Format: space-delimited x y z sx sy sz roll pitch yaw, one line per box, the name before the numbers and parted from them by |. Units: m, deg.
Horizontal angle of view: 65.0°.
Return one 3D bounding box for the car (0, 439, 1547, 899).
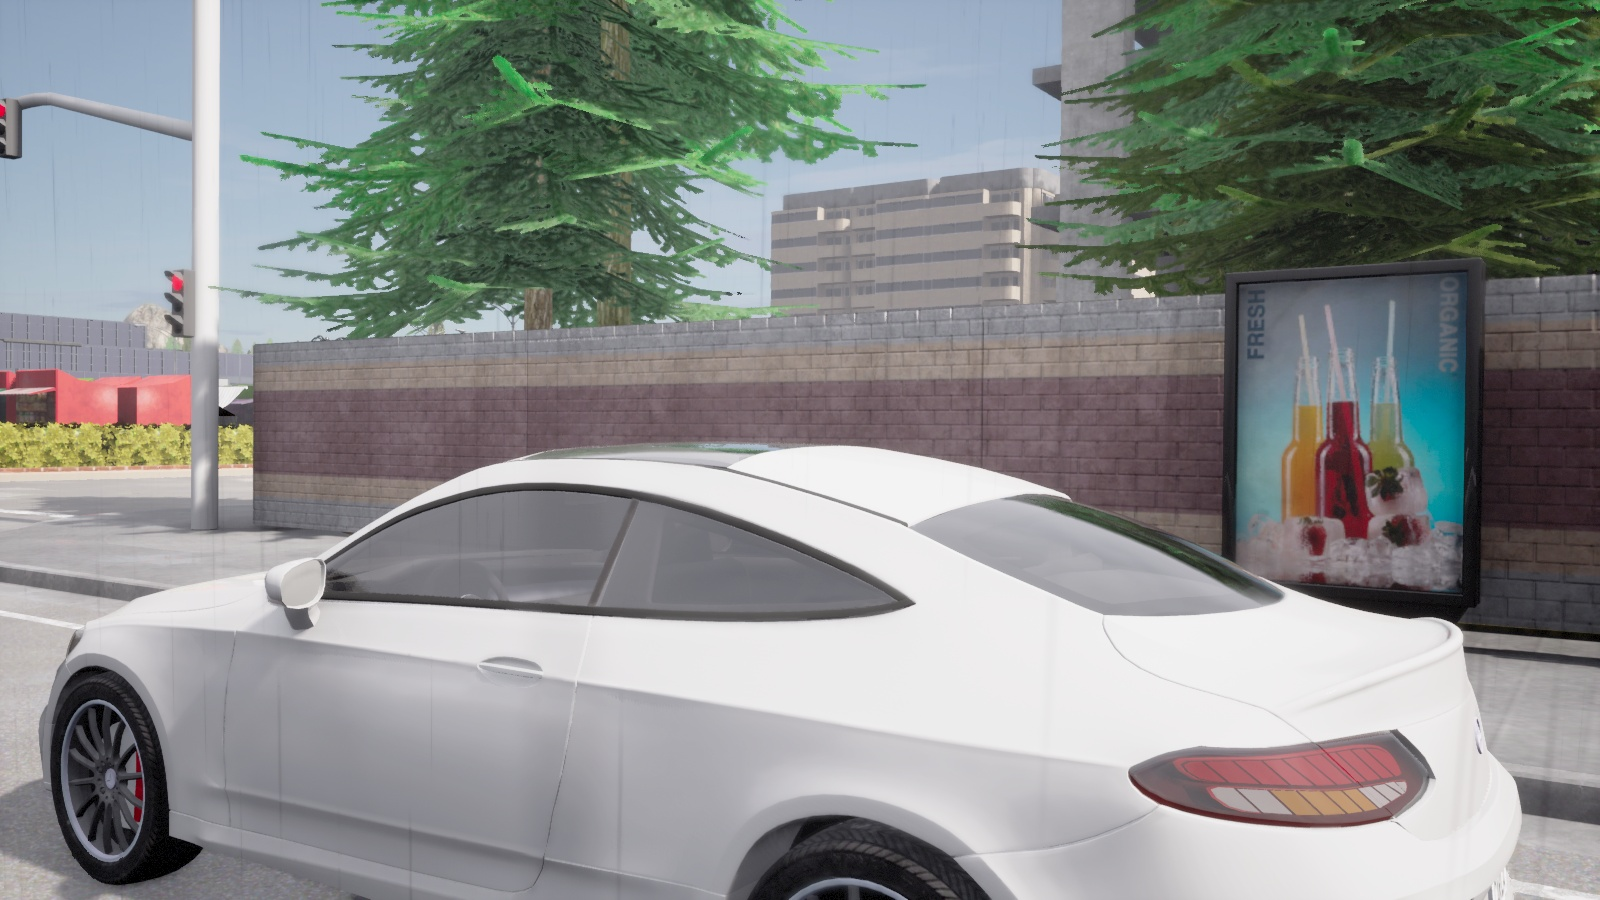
car | -0.437 0.708 3.913 4.674 1.442 1.812 0 1 33
